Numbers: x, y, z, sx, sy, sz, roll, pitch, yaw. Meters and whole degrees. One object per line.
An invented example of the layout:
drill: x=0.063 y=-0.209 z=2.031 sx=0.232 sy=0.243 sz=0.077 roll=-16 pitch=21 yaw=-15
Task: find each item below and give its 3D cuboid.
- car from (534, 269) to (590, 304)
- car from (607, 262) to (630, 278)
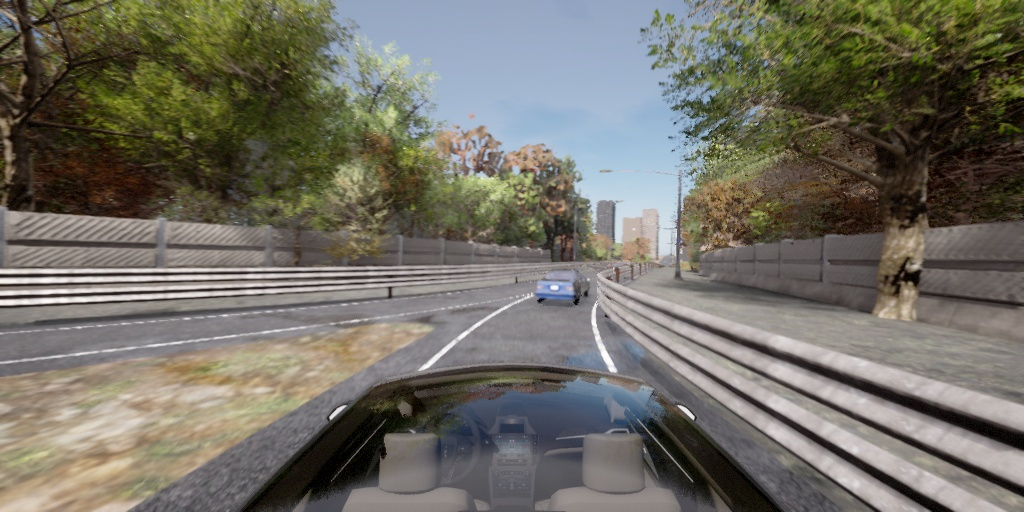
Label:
car: x=2.472 y=1.322 z=16.679 sx=2.033 sy=1.411 sz=5.357 roll=1 pitch=0 yaw=18
car: x=11.175 y=1.410 z=37.435 sx=1.882 sy=1.535 sz=5.008 roll=1 pitch=0 yaw=24
